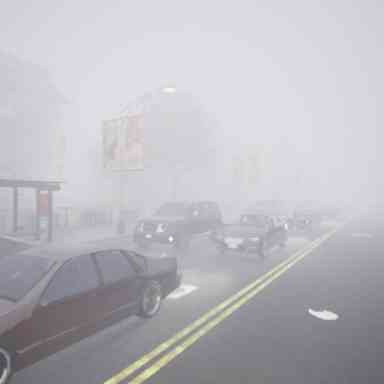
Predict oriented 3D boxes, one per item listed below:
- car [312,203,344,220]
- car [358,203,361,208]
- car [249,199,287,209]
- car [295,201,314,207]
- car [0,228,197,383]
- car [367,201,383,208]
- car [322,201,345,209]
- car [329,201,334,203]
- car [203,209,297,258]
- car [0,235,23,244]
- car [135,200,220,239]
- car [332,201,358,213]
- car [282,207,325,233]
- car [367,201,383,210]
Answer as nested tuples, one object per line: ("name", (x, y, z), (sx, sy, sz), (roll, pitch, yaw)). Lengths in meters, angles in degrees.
("car", (13.669, 2.039, 33.328), (1.895, 1.301, 4.718), (0, -1, 30))
("car", (30.464, 2.435, 64.309), (4.718, 1.301, 1.895), (0, -1, -31))
("car", (6.272, 1.586, 27.425), (2.150, 2.045, 5.566), (0, -1, 29))
("car", (13.867, 1.885, 40.578), (2.097, 1.767, 4.553), (0, -1, 31))
("car", (-2.158, 1.623, 5.438), (2.033, 1.411, 5.357), (0, -1, 30))
("car", (35.757, 2.383, 63.871), (4.181, 1.385, 1.994), (0, -1, -30))
("car", (25.965, 2.316, 60.761), (4.674, 1.452, 2.002), (1, -1, -41))
("car", (23.532, 2.215, 54.103), (1.837, 1.490, 4.892), (-1, -2, 44))
("car", (2.647, 1.677, 13.918), (2.128, 1.511, 4.902), (0, -1, 30))
("car", (-5.308, 1.624, 6.979), (1.812, 1.442, 4.674), (0, -1, 30))
("car", (-0.391, 1.433, 15.668), (2.150, 2.045, 5.566), (0, -1, 29))
("car", (20.910, 2.195, 45.464), (1.895, 1.301, 4.718), (-1, -1, 35))
("car", (7.383, 1.895, 22.279), (1.895, 1.301, 4.718), (0, -1, 30))
("car", (32.135, 2.346, 57.274), (4.718, 1.301, 1.895), (1, -1, -37))
